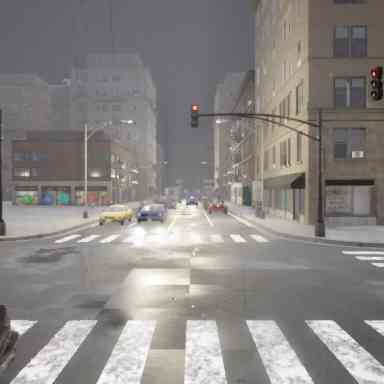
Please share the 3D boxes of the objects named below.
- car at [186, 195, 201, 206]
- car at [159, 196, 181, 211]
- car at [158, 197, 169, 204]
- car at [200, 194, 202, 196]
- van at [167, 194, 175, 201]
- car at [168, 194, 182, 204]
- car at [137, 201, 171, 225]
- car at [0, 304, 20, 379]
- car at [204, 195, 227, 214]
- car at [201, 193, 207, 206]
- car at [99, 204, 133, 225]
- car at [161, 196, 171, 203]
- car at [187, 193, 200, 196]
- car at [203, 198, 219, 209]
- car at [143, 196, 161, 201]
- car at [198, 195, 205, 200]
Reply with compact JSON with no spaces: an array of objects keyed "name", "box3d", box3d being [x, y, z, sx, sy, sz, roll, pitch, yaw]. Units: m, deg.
[{"name":"car","box3d":[-0.014,1.604,53.887,1.895,1.301,4.718,0,0,0]},{"name":"car","box3d":[-2.858,1.549,41.387,2.033,1.411,5.357,0,0,0]},{"name":"car","box3d":[-5.404,1.586,63.704,1.802,1.307,4.206,0,0,0]},{"name":"car","box3d":[2.619,1.555,69.367,2.008,1.369,4.403,0,0,0]},{"name":"van","box3d":[-5.410,1.349,86.351,1.690,1.788,3.998,0,0,0]},{"name":"car","box3d":[-2.766,1.446,58.325,1.812,1.442,4.674,0,0,0]},{"name":"car","box3d":[-2.855,1.601,24.548,1.895,1.301,4.718,0,0,0]},{"name":"car","box3d":[-2.848,1.547,1.382,2.033,1.411,5.357,0,0,0]},{"name":"car","box3d":[2.628,1.441,35.396,1.967,1.590,4.097,0,0,0]},{"name":"car","box3d":[2.627,1.317,41.058,2.192,1.841,5.009,0,0,0]},{"name":"car","box3d":[-5.394,1.526,23.900,1.752,1.417,4.829,0,0,0]},{"name":"car","box3d":[-5.406,1.530,69.196,1.752,1.417,4.829,0,0,0]},{"name":"car","box3d":[-0.017,1.225,64.189,2.150,2.045,5.566,0,0,0]},{"name":"car","box3d":[2.625,1.568,46.720,1.947,1.339,4.313,0,0,0]},{"name":"car","box3d":[-5.398,1.553,41.056,2.008,1.369,4.403,0,0,0]},{"name":"car","box3d":[2.613,1.575,92.015,1.947,1.339,4.313,0,0,0]}]
